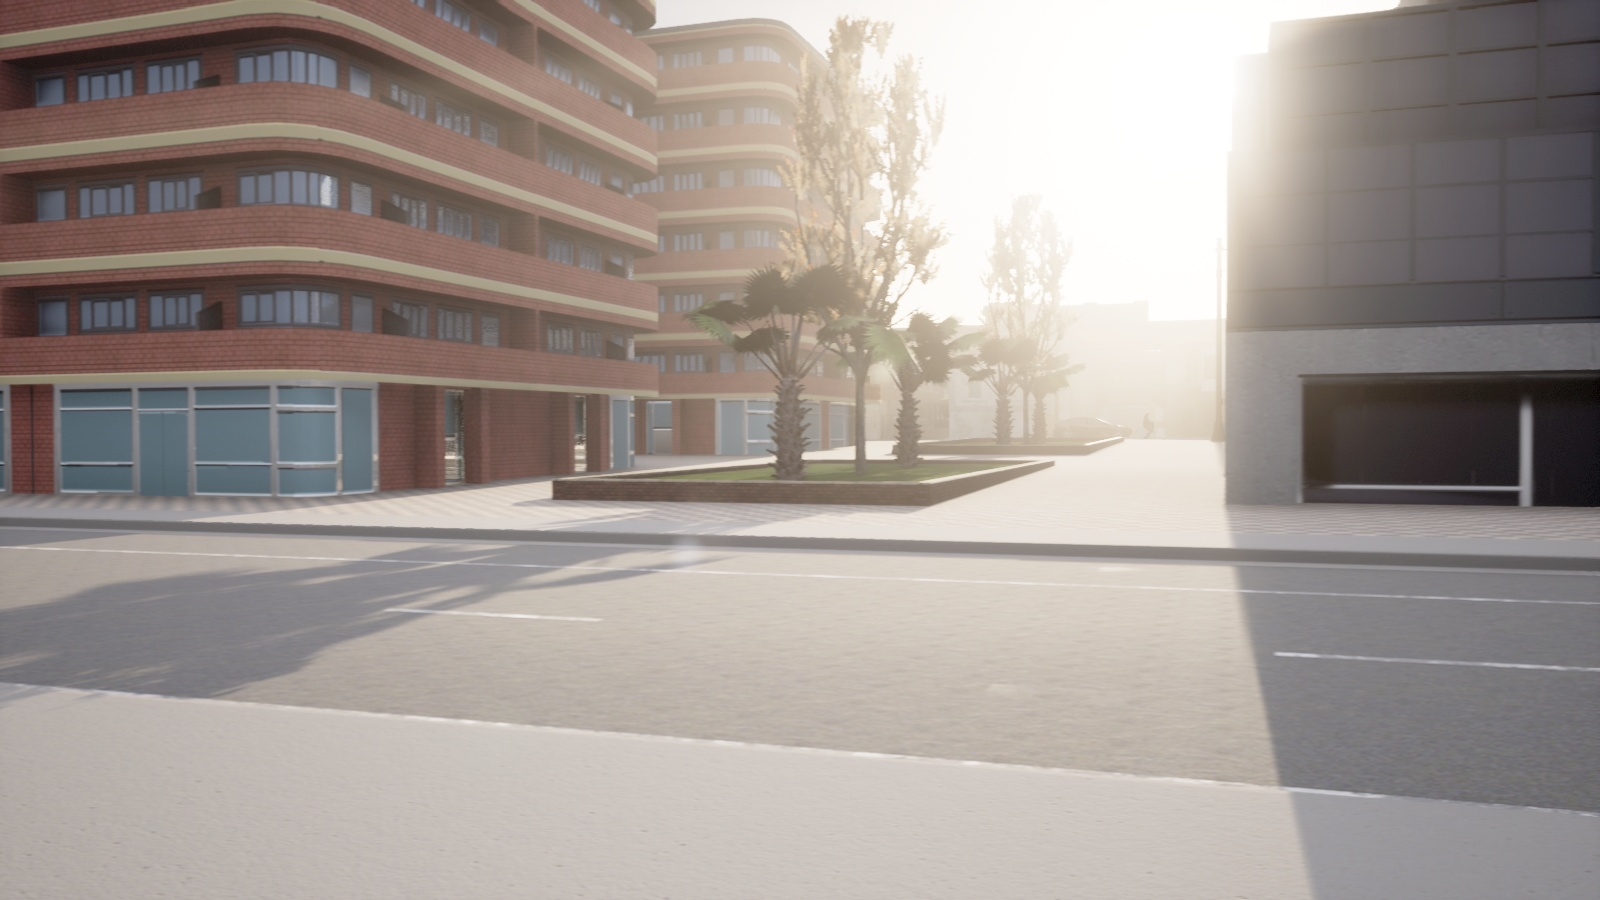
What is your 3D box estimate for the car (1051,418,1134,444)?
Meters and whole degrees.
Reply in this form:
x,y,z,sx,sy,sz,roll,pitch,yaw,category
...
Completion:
x,y,z,sx,sy,sz,roll,pitch,yaw,category
17.950,-1.171,77.065,4.792,1.488,2.163,1,1,19,car
